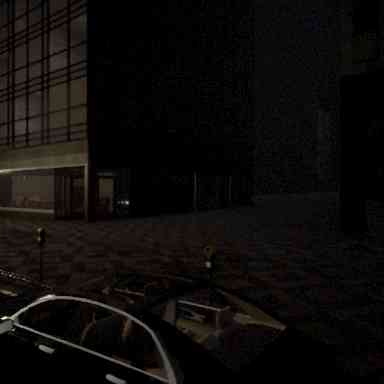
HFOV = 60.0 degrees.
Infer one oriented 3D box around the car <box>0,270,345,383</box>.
[{"bbox_3d":[-0.787,1.549,3.522,4.403,1.369,2.008,0,0,35],"label":"car"}]
